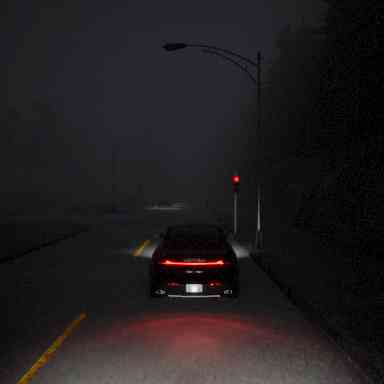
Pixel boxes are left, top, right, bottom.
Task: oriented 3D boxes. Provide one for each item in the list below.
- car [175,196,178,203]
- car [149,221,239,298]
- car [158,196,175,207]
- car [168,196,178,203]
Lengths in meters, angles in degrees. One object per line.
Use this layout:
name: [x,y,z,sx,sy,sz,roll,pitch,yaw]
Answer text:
car: [-4.066,1.477,60.553,1.882,1.535,5.008,0,0,0]
car: [0.059,1.505,8.481,1.837,1.490,4.892,0,0,0]
car: [-4.090,1.477,51.207,1.882,1.535,5.008,0,0,0]
car: [-3.994,1.522,70.755,1.812,1.442,4.674,0,0,0]
